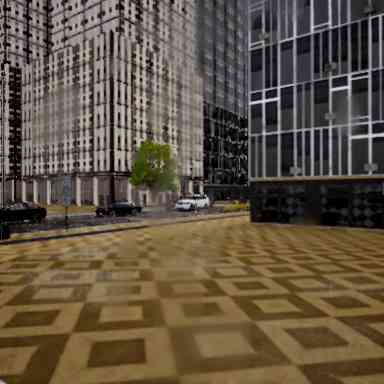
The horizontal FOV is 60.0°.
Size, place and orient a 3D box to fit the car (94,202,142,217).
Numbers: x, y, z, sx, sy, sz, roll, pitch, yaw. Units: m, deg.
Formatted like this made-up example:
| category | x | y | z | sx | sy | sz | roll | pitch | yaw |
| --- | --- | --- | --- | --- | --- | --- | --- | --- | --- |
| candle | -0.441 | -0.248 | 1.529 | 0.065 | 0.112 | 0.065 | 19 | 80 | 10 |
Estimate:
| category | x | y | z | sx | sy | sz | roll | pitch | yaw |
| --- | --- | --- | --- | --- | --- | --- | --- | --- | --- |
| car | -7.101 | 1.695 | 32.259 | 1.895 | 1.301 | 4.718 | 0 | 0 | 35 |

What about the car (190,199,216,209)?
| category | x | y | z | sx | sy | sz | roll | pitch | yaw |
| --- | --- | --- | --- | --- | --- | --- | --- | --- | --- |
| car | 1.682 | 1.739 | 49.565 | 1.947 | 1.339 | 4.313 | 0 | 0 | 35 |

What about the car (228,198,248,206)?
| category | x | y | z | sx | sy | sz | roll | pitch | yaw |
| --- | --- | --- | --- | --- | --- | --- | --- | --- | --- |
| car | 8.149 | 1.789 | 58.945 | 1.802 | 1.307 | 4.206 | 0 | 0 | 35 |

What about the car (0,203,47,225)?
| category | x | y | z | sx | sy | sz | roll | pitch | yaw |
| --- | --- | --- | --- | --- | --- | --- | --- | --- | --- |
| car | -12.895 | 1.542 | 23.866 | 2.128 | 1.511 | 4.902 | 0 | 0 | 33 |

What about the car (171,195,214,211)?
| category | x | y | z | sx | sy | sz | roll | pitch | yaw |
| --- | --- | --- | --- | --- | --- | --- | --- | --- | --- |
| car | 0.138 | 1.365 | 42.738 | 2.150 | 2.045 | 5.566 | 0 | 0 | 35 |

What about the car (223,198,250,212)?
| category | x | y | z | sx | sy | sz | roll | pitch | yaw |
| --- | --- | --- | --- | --- | --- | --- | --- | --- | --- |
| car | 5.444 | 1.656 | 40.258 | 1.752 | 1.417 | 4.829 | 0 | 0 | 35 |

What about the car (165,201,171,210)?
| category | x | y | z | sx | sy | sz | roll | pitch | yaw |
| --- | --- | --- | --- | --- | --- | --- | --- | --- | --- |
| car | -1.552 | 1.469 | 44.877 | 2.192 | 1.841 | 5.009 | 0 | 0 | 35 |
